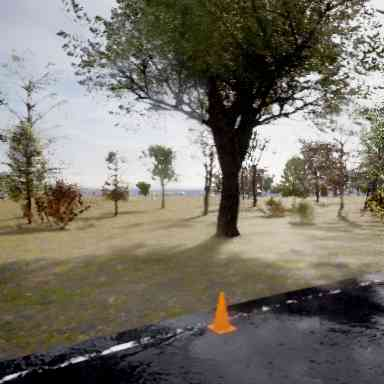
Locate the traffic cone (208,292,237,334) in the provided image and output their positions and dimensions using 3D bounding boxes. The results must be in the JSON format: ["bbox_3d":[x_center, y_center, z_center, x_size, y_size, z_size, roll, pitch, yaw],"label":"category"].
[{"bbox_3d":[0.494,1.921,5.406,0.340,0.580,0.340,0,0,-33],"label":"traffic cone"}]
